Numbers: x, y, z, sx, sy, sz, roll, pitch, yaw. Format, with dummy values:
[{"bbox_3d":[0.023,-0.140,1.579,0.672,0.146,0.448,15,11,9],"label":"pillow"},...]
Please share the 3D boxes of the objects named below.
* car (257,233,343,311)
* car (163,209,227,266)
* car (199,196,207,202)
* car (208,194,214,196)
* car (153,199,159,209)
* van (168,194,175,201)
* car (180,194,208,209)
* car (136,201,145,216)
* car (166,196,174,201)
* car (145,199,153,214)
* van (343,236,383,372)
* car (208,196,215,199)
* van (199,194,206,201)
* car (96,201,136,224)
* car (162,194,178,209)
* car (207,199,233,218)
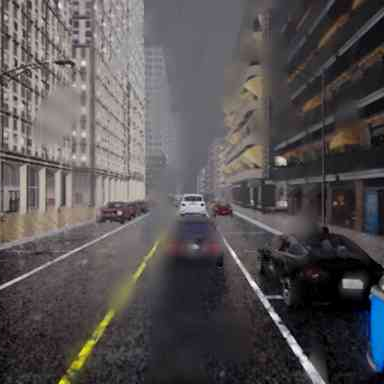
[{"bbox_3d":[2.693,1.573,7.659,1.947,1.339,4.313,0,0,0],"label":"car"},{"bbox_3d":[0.070,1.558,11.532,2.033,1.411,5.357,0,0,0],"label":"car"},{"bbox_3d":[2.713,1.679,81.090,1.802,1.307,4.206,0,0,0],"label":"car"},{"bbox_3d":[3.016,1.288,60.091,2.150,2.045,5.566,0,0,0],"label":"car"},{"bbox_3d":[-5.677,1.626,47.201,1.802,1.307,4.206,0,0,0],"label":"car"},{"bbox_3d":[-5.665,1.459,92.390,1.690,1.788,3.998,0,0,0],"label":"van"},{"bbox_3d":[0.093,1.247,30.605,2.150,2.045,5.566,0,0,0],"label":"car"},{"bbox_3d":[-5.681,1.608,30.255,1.802,1.307,4.206,0,0,0],"label":"car"},{"bbox_3d":[-5.666,1.673,86.741,1.947,1.339,4.313,0,0,0],"label":"car"},{"bbox_3d":[-5.680,1.598,35.904,1.947,1.339,4.313,0,0,0],"label":"car"},{"bbox_3d":[2.690,1.343,2.010,1.690,1.788,3.998,0,0,0],"label":"van"},{"bbox_3d":[2.702,1.564,41.720,1.752,1.417,4.829,0,0,0],"label":"car"},{"bbox_3d":[2.714,1.448,86.739,1.690,1.788,3.998,0,0,0],"label":"van"},{"bbox_3d":[-5.683,1.461,24.607,1.967,1.590,4.097,0,0,0],"label":"car"},{"bbox_3d":[-3.074,1.395,47.022,2.097,1.767,4.553,0,0,0],"label":"car"},{"bbox_3d":[2.698,1.571,30.252,1.887,1.381,4.507,0,0,0],"label":"car"}]
